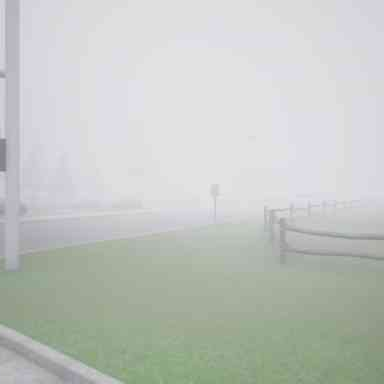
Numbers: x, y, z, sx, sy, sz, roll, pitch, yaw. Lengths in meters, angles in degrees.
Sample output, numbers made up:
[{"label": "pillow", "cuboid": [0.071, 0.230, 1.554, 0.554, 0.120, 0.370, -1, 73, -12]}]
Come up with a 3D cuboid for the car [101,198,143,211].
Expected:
[{"label": "car", "cuboid": [-7.976, 1.479, 39.771, 2.128, 1.511, 4.902, 0, 0, 35]}]

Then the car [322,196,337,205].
[{"label": "car", "cuboid": [24.387, 1.520, 59.105, 1.812, 1.442, 4.674, 0, 0, 36]}]

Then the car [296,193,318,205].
[{"label": "car", "cuboid": [20.796, 1.215, 60.123, 2.150, 2.045, 5.566, 0, 0, 37]}]

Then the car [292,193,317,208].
[{"label": "car", "cuboid": [16.135, 1.218, 47.743, 2.150, 2.045, 5.566, 0, 0, 36]}]

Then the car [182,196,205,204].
[{"label": "car", "cuboid": [0.315, 1.534, 63.646, 2.033, 1.411, 5.357, 0, 0, 36]}]

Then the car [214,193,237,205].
[{"label": "car", "cuboid": [6.101, 1.214, 59.698, 2.150, 2.045, 5.566, 0, 0, 36]}]

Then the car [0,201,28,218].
[{"label": "car", "cuboid": [-16.316, 1.480, 27.777, 2.128, 1.511, 4.902, 0, 0, 35]}]

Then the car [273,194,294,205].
[{"label": "car", "cuboid": [16.765, 1.344, 60.719, 2.097, 1.767, 4.553, 0, 0, 36]}]

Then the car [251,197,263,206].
[{"label": "car", "cuboid": [11.247, 1.539, 53.001, 2.033, 1.411, 5.357, 0, 0, 36]}]

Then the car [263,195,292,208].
[{"label": "car", "cuboid": [12.574, 1.347, 48.752, 2.097, 1.767, 4.553, 0, 0, 34]}]

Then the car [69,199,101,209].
[{"label": "car", "cuboid": [-13.887, 1.550, 43.532, 1.994, 1.385, 4.181, 0, 0, 35]}]
